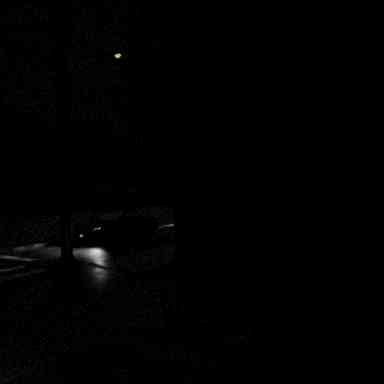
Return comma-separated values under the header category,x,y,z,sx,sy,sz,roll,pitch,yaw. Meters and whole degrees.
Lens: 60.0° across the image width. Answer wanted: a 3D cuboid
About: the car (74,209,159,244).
category,x,y,z,sx,sy,sz,roll,pitch,yaw
car,-3.505,1.576,16.316,1.812,1.442,4.674,-4,-1,34
